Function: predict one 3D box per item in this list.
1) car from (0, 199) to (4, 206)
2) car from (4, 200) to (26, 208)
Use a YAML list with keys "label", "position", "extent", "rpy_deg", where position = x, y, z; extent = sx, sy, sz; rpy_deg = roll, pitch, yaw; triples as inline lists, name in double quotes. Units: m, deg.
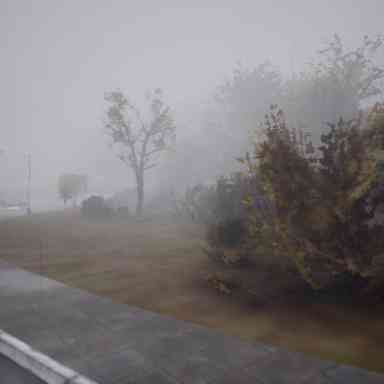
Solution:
- label: "car"
  position: [-36.580, 2.118, 62.741]
  extent: [1.837, 1.490, 4.892]
  rpy_deg: [1, 0, -4]
- label: "car"
  position: [-33.091, 2.216, 63.005]
  extent: [1.994, 1.385, 4.181]
  rpy_deg: [1, 0, -4]
